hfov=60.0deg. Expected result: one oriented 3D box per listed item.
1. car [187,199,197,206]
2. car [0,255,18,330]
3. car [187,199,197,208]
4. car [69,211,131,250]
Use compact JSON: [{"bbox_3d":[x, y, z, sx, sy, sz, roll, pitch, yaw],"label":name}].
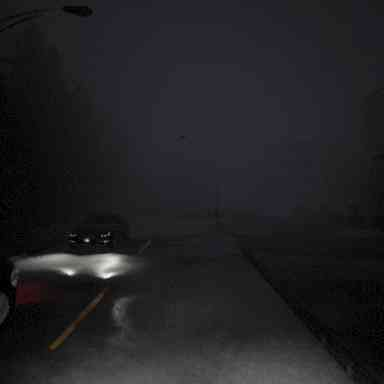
[{"bbox_3d":[0.024,2.218,71.811,2.033,1.411,5.357,0,-1,0],"label":"car"},{"bbox_3d":[-4.095,1.554,4.179,1.837,1.490,4.892,0,-1,0],"label":"car"},{"bbox_3d":[0.021,2.172,61.391,2.128,1.511,4.902,0,-1,0],"label":"car"},{"bbox_3d":[-4.074,1.677,15.359,1.837,1.490,4.892,0,-1,0],"label":"car"}]
